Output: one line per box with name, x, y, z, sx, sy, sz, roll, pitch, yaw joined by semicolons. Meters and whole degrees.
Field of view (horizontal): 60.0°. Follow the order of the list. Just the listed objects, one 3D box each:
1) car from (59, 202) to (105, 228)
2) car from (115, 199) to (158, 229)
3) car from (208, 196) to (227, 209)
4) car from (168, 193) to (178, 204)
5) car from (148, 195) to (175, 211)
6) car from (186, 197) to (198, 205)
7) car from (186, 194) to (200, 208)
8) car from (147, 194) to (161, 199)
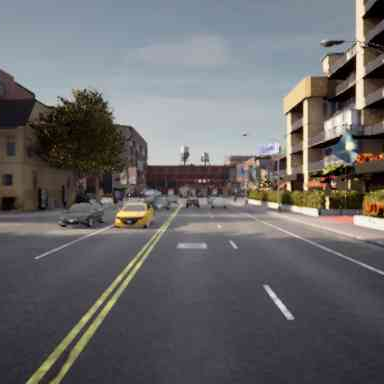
car;-7.100;1.468;21.970;1.837;1.490;4.892;0;0;0
car;-3.607;1.441;21.640;1.882;1.535;5.008;0;0;0
car;3.582;1.452;44.751;1.812;1.442;4.674;0;0;0
car;-3.528;1.407;59.639;1.837;1.490;4.892;0;0;0
car;-3.593;1.426;39.804;2.128;1.511;4.902;0;0;0
car;-0.003;1.508;56.477;1.895;1.301;4.718;0;0;0
car;0.088;1.430;45.892;1.837;1.490;4.892;0;0;0
car;-7.046;1.451;57.575;2.033;1.411;5.357;0;0;1
